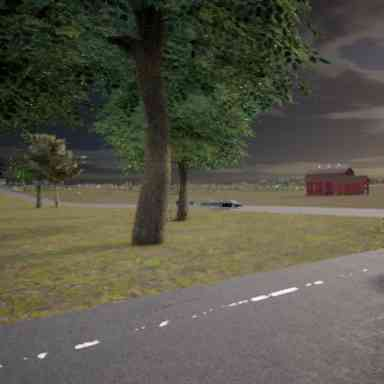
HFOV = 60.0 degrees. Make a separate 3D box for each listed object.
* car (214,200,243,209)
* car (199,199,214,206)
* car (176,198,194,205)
[{"bbox_3d":[6.773,2.090,58.542,1.882,1.535,5.008,-3,1,-37],"label":"car"},{"bbox_3d":[3.282,2.229,68.953,1.994,1.385,4.181,-3,0,-37],"label":"car"},{"bbox_3d":[-1.623,2.114,75.259,2.097,1.767,4.553,-3,0,-38],"label":"car"}]
